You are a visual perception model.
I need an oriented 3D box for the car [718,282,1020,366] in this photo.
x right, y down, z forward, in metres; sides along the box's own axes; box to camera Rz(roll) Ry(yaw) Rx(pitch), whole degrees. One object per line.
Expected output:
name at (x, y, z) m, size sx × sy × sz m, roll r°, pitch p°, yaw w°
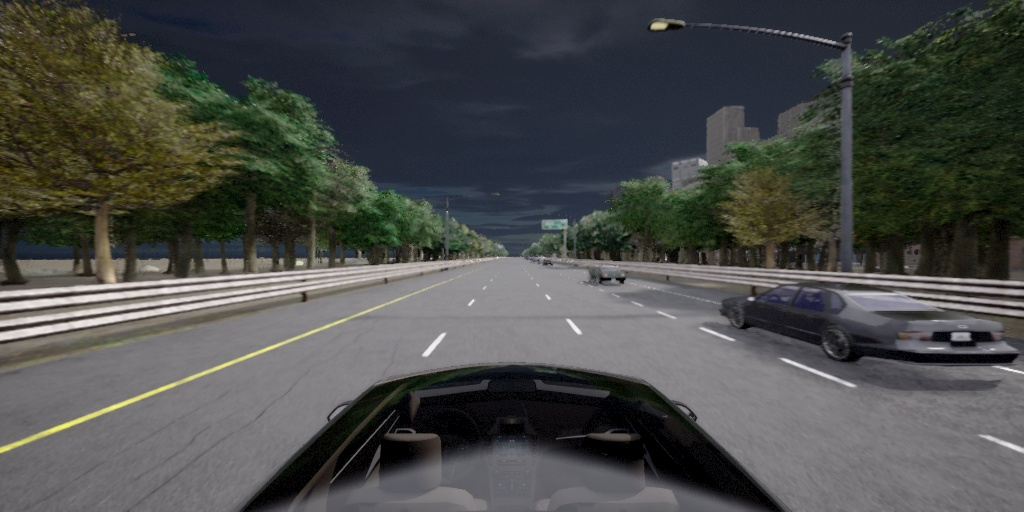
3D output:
car at (7.002, 1.303, 8.104) m, size 2.033 × 1.411 × 5.357 m, roll 0°, pitch 0°, yaw 0°

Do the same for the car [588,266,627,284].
car at (7.035, 1.372, 27.033) m, size 1.895 × 1.301 × 4.718 m, roll 0°, pitch 0°, yaw 0°
